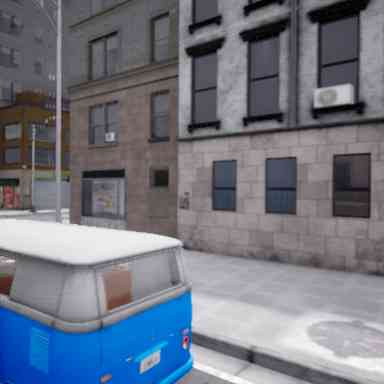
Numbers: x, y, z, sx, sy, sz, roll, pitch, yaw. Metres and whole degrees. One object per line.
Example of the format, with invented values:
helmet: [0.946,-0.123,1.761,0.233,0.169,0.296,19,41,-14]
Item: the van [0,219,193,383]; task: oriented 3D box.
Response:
van: [-1.895,1.303,4.127,3.998,1.788,1.690,1,0,35]
